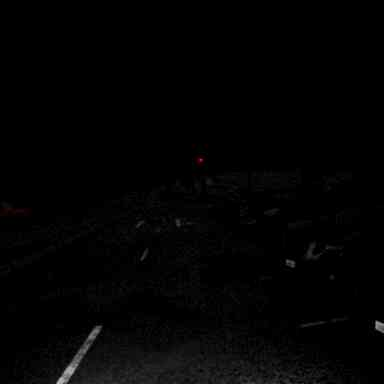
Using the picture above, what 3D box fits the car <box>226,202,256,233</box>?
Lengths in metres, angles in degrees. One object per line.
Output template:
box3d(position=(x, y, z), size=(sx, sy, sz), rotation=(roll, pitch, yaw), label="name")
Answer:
box3d(position=(4.444, 1.449, 17.132), size=(4.674, 1.452, 2.002), rotation=(1, 1, -22), label="car")

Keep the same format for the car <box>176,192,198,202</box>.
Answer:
box3d(position=(-0.379, 1.267, 72.852), size=(4.553, 1.767, 2.185), rotation=(0, 0, -29), label="car")

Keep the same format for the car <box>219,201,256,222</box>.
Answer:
box3d(position=(4.320, 1.437, 20.154), size=(4.674, 1.452, 2.002), rotation=(1, 0, -23), label="car")

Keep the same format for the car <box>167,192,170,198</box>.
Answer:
box3d(position=(-3.143, 1.045, 90.703), size=(5.566, 2.045, 2.435), rotation=(0, 0, -29), label="car")

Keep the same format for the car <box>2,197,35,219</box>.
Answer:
box3d(position=(-14.329, 1.425, 23.541), size=(5.366, 1.575, 1.946), rotation=(-1, 1, -23), label="car")

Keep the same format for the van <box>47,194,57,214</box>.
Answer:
box3d(position=(-14.399, 1.177, 29.573), size=(4.442, 1.987, 1.878), rotation=(-1, 0, -23), label="van")

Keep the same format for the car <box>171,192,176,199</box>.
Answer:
box3d(position=(-1.273, 1.108, 78.799), size=(5.566, 2.045, 2.435), rotation=(0, 1, -29), label="car")

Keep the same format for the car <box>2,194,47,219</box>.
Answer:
box3d(position=(-14.291, 1.288, 26.581), size=(4.553, 1.767, 2.185), rotation=(-1, 1, -23), label="car")

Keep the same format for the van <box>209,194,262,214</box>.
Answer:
box3d(position=(3.935, 1.145, 26.137), size=(4.442, 1.987, 1.878), rotation=(1, 0, -23), label="van")

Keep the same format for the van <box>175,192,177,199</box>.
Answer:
box3d(position=(-0.891, 1.149, 75.785), size=(4.442, 1.987, 1.878), rotation=(0, 1, -29), label="van")

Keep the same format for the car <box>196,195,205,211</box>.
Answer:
box3d(position=(3.507, 1.342, 32.140), size=(5.366, 1.575, 1.946), rotation=(1, 0, -24), label="car")

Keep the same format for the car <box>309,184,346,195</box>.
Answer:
box3d(position=(18.648, 0.016, 46.936), size=(2.002, 1.452, 4.674), rotation=(-7, 4, -29), label="car")

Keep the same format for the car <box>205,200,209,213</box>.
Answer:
box3d(position=(3.897, 1.234, 29.212), size=(4.553, 1.767, 2.185), rotation=(1, 0, -24), label="car")

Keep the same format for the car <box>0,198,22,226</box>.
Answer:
box3d(position=(-13.845, 1.429, 20.731), size=(5.366, 1.575, 1.946), rotation=(-1, 0, -22), label="car")

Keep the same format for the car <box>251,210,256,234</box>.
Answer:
box3d(position=(4.618, 1.474, 11.097), size=(4.674, 1.452, 2.002), rotation=(1, 0, -22), label="car")

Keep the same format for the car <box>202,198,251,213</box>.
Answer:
box3d(position=(3.653, 1.371, 35.198), size=(4.792, 1.488, 2.163), rotation=(1, 0, -24), label="car")

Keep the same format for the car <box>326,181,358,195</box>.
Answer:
box3d(position=(21.609, -0.564, 47.364), size=(2.435, 2.045, 5.566), rotation=(-7, 4, -29), label="car")

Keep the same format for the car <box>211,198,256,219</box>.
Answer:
box3d(position=(4.197, 1.386, 23.169), size=(4.892, 1.521, 2.231), rotation=(1, 0, -23), label="car")

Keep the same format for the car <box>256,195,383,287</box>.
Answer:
box3d(position=(4.665, 1.195, 8.056), size=(5.566, 2.045, 2.435), rotation=(1, 0, -21), label="car")

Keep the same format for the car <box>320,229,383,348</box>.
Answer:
box3d(position=(4.737, 1.459, 5.050), size=(5.008, 1.535, 2.097), rotation=(1, 1, -21), label="car")
